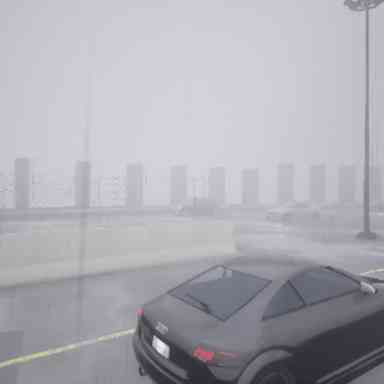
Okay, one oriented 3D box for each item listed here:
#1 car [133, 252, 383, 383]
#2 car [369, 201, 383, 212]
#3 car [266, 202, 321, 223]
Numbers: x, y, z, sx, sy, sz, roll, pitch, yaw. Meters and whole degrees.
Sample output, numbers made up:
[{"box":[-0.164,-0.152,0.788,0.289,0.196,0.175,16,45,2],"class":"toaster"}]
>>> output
[{"box":[1.338,1.552,4.545,4.181,1.385,1.994,0,0,-34],"class":"car"},{"box":[21.811,1.474,36.048,5.357,1.411,2.033,0,0,-24],"class":"car"},{"box":[7.712,1.464,25.119,4.674,1.442,1.812,0,0,-29],"class":"car"}]
